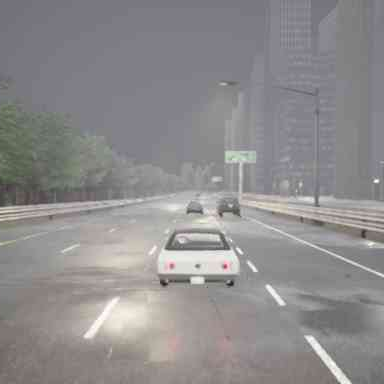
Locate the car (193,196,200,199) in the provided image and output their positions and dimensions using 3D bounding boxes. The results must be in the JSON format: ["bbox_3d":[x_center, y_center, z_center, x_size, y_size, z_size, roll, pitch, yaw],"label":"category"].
[{"bbox_3d":[0.552,2.006,59.251,1.812,1.442,4.674,0,0,1],"label":"car"}]

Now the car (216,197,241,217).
[{"bbox_3d":[3.926,1.561,36.119,2.150,2.045,5.566,0,0,0],"label":"car"}]

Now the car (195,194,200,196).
[{"bbox_3d":[1.093,2.092,93.148,1.882,1.535,5.008,0,0,1],"label":"car"}]

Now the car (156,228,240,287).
[{"bbox_3d":[0.148,1.690,9.593,1.895,1.301,4.718,0,-1,0],"label":"car"}]

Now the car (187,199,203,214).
[{"bbox_3d":[0.362,1.922,41.224,1.994,1.385,4.181,0,0,0],"label":"car"}]
